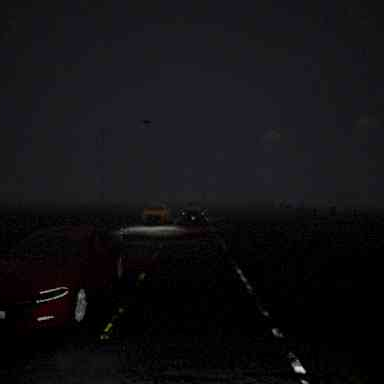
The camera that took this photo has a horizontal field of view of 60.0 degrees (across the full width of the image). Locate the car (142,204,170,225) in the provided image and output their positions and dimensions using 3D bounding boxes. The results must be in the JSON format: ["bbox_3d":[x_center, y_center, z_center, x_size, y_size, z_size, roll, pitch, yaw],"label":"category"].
[{"bbox_3d":[-2.800,1.681,26.530,1.882,1.535,5.008,0,-1,0],"label":"car"}]

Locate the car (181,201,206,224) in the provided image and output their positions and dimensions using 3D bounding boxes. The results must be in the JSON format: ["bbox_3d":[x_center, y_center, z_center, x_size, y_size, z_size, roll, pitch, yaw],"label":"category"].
[{"bbox_3d":[0.096,1.729,26.492,1.812,1.442,4.674,0,0,0],"label":"car"}]

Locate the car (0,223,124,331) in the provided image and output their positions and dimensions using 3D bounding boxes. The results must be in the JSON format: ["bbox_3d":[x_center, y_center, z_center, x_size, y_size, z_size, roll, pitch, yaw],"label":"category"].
[{"bbox_3d":[-2.834,1.534,7.356,1.882,1.535,5.008,0,0,0],"label":"car"}]
